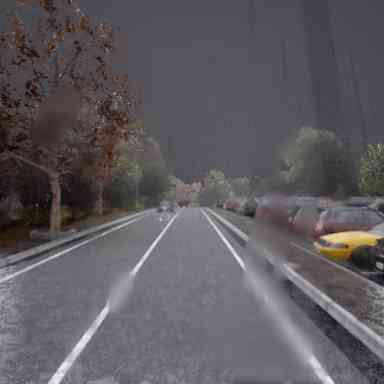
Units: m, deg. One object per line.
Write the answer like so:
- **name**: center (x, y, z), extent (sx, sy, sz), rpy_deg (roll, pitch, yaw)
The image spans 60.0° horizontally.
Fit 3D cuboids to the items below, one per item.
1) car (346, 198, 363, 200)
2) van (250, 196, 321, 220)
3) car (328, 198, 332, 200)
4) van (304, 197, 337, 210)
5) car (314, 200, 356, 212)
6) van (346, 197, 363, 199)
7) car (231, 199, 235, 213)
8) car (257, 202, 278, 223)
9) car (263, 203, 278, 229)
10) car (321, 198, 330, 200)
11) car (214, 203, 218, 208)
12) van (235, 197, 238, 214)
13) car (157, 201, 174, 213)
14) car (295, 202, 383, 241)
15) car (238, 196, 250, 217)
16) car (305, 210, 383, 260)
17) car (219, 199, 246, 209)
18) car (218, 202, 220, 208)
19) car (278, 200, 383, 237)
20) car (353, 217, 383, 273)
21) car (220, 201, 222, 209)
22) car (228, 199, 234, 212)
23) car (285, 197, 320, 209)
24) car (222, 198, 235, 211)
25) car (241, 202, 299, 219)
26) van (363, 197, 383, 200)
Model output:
- **car**: center (19.879, 1.725, 35.701), extent (5.366, 1.575, 1.946), rpy_deg (0, -1, 0)
- **van**: center (6.876, 1.360, 24.777), extent (4.442, 1.987, 1.878), rpy_deg (0, 0, 0)
- **car**: center (20.054, 1.839, 41.241), extent (4.892, 1.521, 2.231), rpy_deg (0, -1, 0)
- **van**: center (20.168, 1.831, 52.325), extent (4.442, 1.987, 1.878), rpy_deg (0, -1, 0)
- **car**: center (20.050, 1.950, 46.906), extent (5.008, 1.535, 2.097), rpy_deg (0, -1, 0)
- **van**: center (20.179, 1.557, 38.476), extent (4.442, 1.987, 1.878), rpy_deg (0, -1, 0)
- **car**: center (6.987, 1.785, 35.859), extent (4.674, 1.452, 2.002), rpy_deg (0, -1, 0)
- **car**: center (6.998, 1.615, 22.000), extent (4.674, 1.452, 2.002), rpy_deg (0, 0, 0)
- **car**: center (6.992, 1.564, 19.224), extent (5.008, 1.535, 2.097), rpy_deg (0, 0, 0)
- **car**: center (20.052, 1.892, 44.011), extent (5.008, 1.535, 2.097), rpy_deg (0, -1, 0)
- **car**: center (6.940, 1.879, 55.295), extent (5.566, 2.045, 2.435), rpy_deg (0, -1, 0)
- **van**: center (6.869, 1.465, 33.089), extent (4.442, 1.987, 1.878), rpy_deg (0, -1, 0)
- **car**: center (-3.343, 1.905, 42.924), extent (2.128, 1.511, 4.902), rpy_deg (0, -1, 0)
- **car**: center (6.970, 1.418, 13.672), extent (4.553, 1.767, 2.185), rpy_deg (0, 0, 0)
- **car**: center (7.019, 1.344, 27.554), extent (5.566, 2.045, 2.435), rpy_deg (0, 0, 0)
- **car**: center (6.818, 1.531, 10.895), extent (5.366, 1.575, 1.946), rpy_deg (0, 0, 0)
- **car**: center (6.998, 2.063, 58.063), extent (4.553, 1.767, 2.185), rpy_deg (0, -1, 0)
- **car**: center (7.001, 2.105, 52.513), extent (4.792, 1.488, 2.163), rpy_deg (0, -1, 0)
- **car**: center (6.968, 1.429, 16.448), extent (4.553, 1.767, 2.185), rpy_deg (0, 0, 0)
- **car**: center (7.000, 1.524, 8.119), extent (4.892, 1.521, 2.231), rpy_deg (0, 0, 0)
- **car**: center (6.976, 2.061, 49.738), extent (4.674, 1.452, 2.002), rpy_deg (0, -1, 0)
- **car**: center (6.952, 1.830, 38.636), extent (4.792, 1.488, 2.163), rpy_deg (0, -1, 0)
- **car**: center (20.072, 1.978, 60.631), extent (5.566, 2.045, 2.435), rpy_deg (0, -2, 0)
- **car**: center (6.983, 1.910, 44.187), extent (5.008, 1.535, 2.097), rpy_deg (0, -1, 0)
- **car**: center (7.018, 1.665, 30.302), extent (4.792, 1.488, 2.163), rpy_deg (0, -1, 0)
- **van**: center (19.949, 1.447, 32.937), extent (4.442, 1.987, 1.878), rpy_deg (0, -1, 0)
